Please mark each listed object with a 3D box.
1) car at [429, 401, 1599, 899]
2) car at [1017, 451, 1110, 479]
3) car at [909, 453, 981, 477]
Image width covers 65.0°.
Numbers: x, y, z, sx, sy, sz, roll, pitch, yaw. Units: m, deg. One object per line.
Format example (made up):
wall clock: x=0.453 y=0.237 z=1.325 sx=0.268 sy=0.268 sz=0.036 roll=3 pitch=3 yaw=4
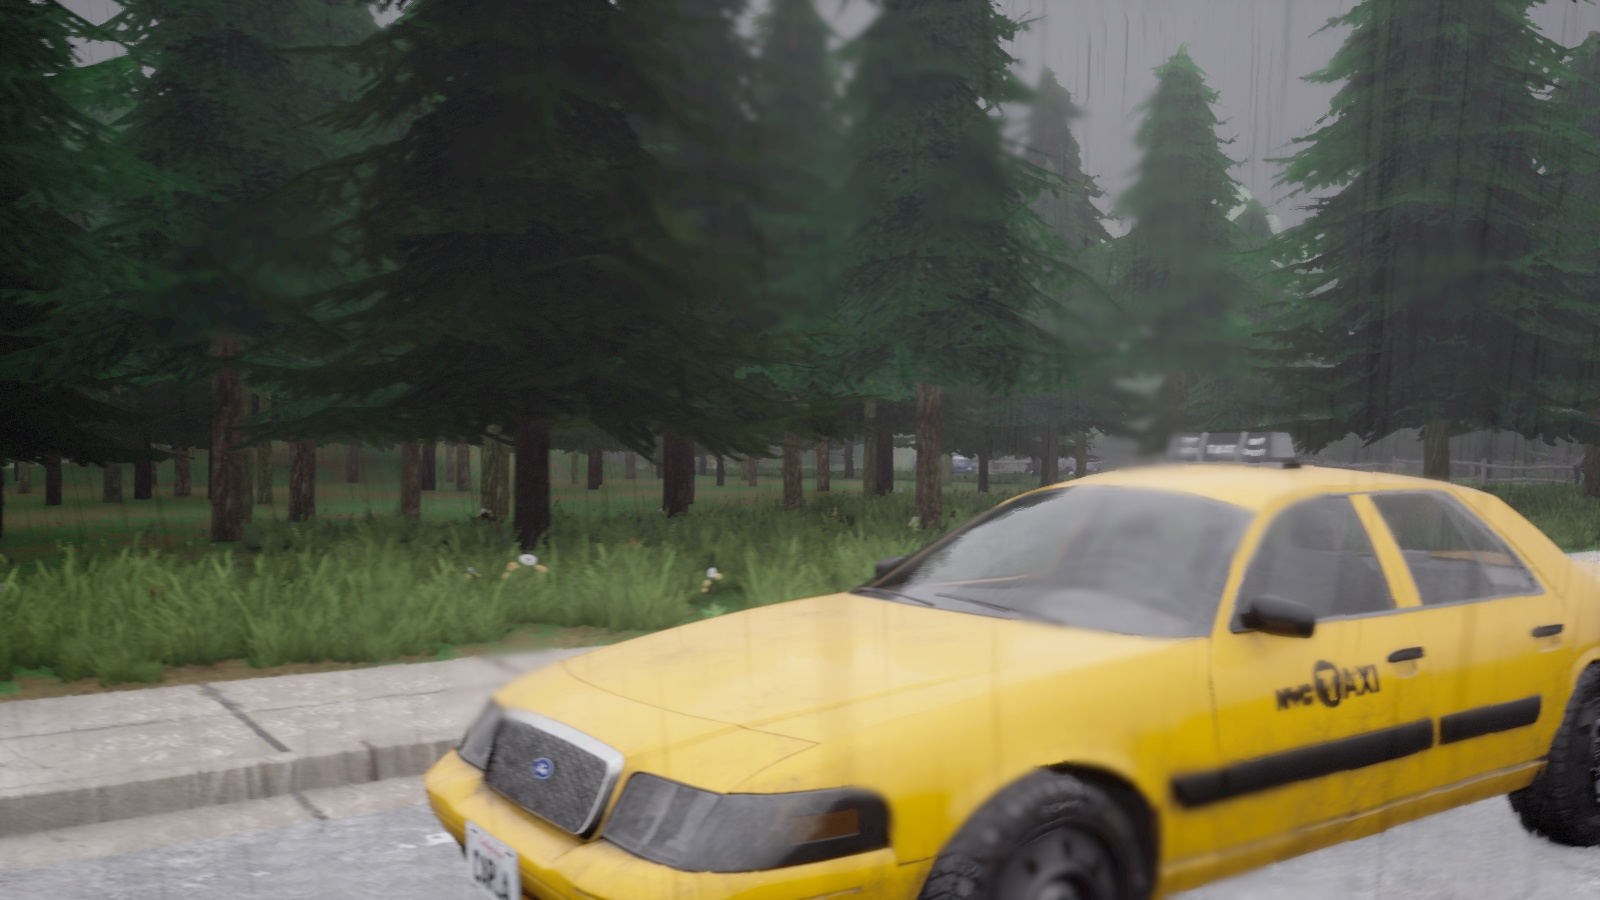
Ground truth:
car: x=1.541 y=0.692 z=4.769 sx=5.366 sy=1.575 sz=1.801 roll=0 pitch=0 yaw=-35
car: x=14.518 y=0.817 z=69.460 sx=2.128 sy=1.511 sz=4.902 roll=0 pitch=0 yaw=-34
car: x=8.928 y=0.920 z=77.699 sx=1.812 sy=1.442 sz=4.674 roll=0 pitch=0 yaw=-35
